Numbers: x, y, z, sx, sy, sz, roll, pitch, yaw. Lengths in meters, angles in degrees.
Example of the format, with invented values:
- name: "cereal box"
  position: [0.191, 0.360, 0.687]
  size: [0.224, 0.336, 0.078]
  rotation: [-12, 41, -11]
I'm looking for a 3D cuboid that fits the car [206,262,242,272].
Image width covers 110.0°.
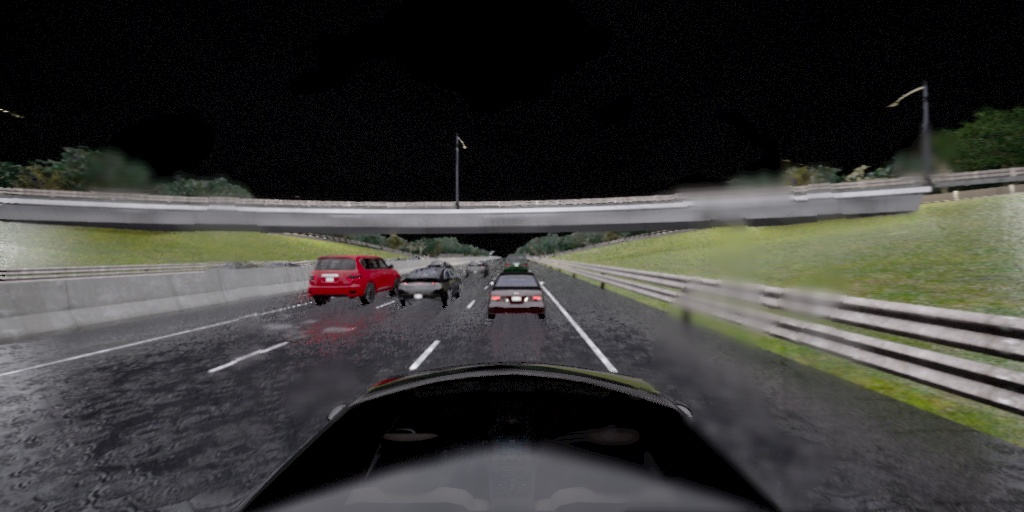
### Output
- name: "car"
  position: [-24.298, 1.296, 31.382]
  size: [2.128, 1.511, 4.902]
  rotation: [0, 0, 1]

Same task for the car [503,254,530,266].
- name: "car"
  position: [0.407, 0.855, 32.270]
  size: [2.150, 2.045, 5.566]
  rotation: [0, 0, 1]

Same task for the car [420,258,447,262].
- name: "car"
  position: [-6.581, 1.170, 33.103]
  size: [2.128, 1.511, 4.902]
  rotation: [0, 0, 1]

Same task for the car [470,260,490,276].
- name: "car"
  position: [-3.082, 1.146, 33.050]
  size: [2.128, 1.511, 4.902]
  rotation: [0, 0, 1]

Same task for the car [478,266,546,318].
- name: "car"
  position: [0.171, 1.256, 12.731]
  size: [2.033, 1.411, 5.357]
  rotation: [0, 0, 1]

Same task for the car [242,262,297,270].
- name: "car"
  position: [-20.794, 1.271, 31.760]
  size: [2.128, 1.511, 4.902]
  rotation: [0, 0, 1]

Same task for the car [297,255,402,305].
- name: "car"
  position: [-6.793, 0.965, 16.124]
  size: [2.150, 2.045, 5.566]
  rotation: [0, 0, 1]

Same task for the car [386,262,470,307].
- name: "car"
  position: [-3.303, 1.214, 15.195]
  size: [2.128, 1.511, 4.902]
  rotation: [0, 0, 1]
